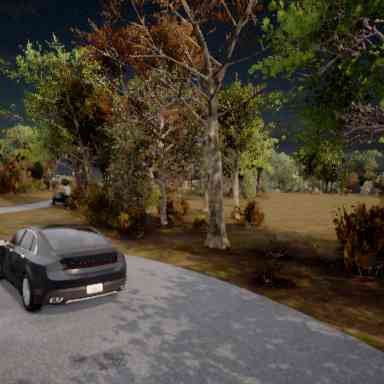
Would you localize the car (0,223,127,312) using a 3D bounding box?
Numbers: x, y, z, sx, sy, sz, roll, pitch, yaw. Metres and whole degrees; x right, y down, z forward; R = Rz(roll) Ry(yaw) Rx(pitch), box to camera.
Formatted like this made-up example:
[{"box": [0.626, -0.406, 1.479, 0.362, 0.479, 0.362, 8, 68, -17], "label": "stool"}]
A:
[{"box": [-3.301, 1.500, 7.891, 1.837, 1.490, 4.892, 0, 0, -40], "label": "car"}]

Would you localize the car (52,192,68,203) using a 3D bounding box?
[{"box": [-24.841, 1.029, 63.011, 2.150, 2.045, 5.566, -1, 1, -9], "label": "car"}]
